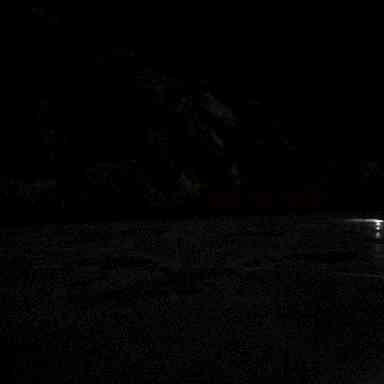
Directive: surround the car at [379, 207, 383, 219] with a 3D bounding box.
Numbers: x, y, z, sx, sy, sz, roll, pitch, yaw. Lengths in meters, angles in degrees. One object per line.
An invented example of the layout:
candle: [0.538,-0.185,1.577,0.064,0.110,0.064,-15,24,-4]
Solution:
car: [18.991,1.746,30.434,4.892,1.490,1.837,1,0,-35]
